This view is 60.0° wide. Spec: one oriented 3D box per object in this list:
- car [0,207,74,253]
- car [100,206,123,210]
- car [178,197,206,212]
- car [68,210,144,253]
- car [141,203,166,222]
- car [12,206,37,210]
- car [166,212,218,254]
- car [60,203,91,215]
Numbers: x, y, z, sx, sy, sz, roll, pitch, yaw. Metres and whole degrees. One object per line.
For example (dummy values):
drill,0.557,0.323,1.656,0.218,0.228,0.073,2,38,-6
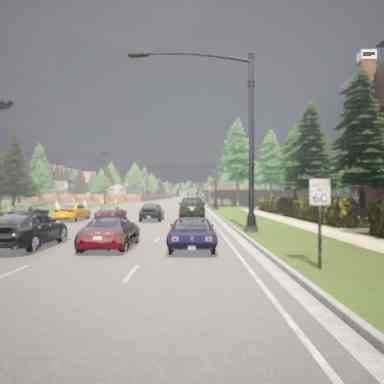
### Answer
car,-6.997,1.641,14.305,1.837,1.490,4.892,0,0,0
car,-6.998,1.872,29.102,1.895,1.301,4.718,0,0,0
car,0.001,1.487,29.025,2.150,2.045,5.566,0,0,0
car,-3.497,1.698,14.322,1.994,1.385,4.181,0,0,0
car,-3.497,1.780,29.306,1.837,1.490,4.892,0,0,0
car,-14.338,1.872,29.102,1.895,1.301,4.718,0,0,0
car,0.001,1.733,14.103,1.895,1.301,4.718,0,0,0
car,-10.495,1.752,29.471,1.882,1.535,5.008,0,0,0
